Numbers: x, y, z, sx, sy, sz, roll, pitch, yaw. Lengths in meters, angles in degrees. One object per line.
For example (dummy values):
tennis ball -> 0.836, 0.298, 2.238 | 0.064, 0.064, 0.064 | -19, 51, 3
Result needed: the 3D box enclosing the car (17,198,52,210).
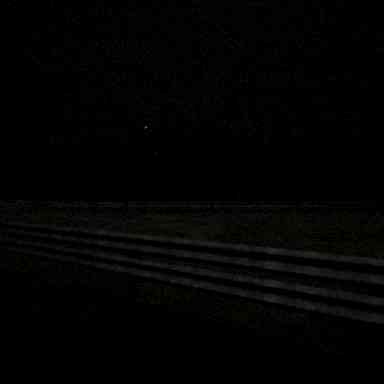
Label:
car -> -21.987, 1.619, 46.476 | 4.553, 1.767, 2.097 | 0, 0, 13
